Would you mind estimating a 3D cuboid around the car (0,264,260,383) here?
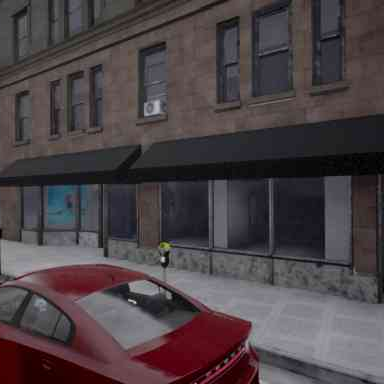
[{"bbox_3d":[-1.468,1.545,3.893,4.507,1.381,1.887,0,0,35],"label":"car"}]
